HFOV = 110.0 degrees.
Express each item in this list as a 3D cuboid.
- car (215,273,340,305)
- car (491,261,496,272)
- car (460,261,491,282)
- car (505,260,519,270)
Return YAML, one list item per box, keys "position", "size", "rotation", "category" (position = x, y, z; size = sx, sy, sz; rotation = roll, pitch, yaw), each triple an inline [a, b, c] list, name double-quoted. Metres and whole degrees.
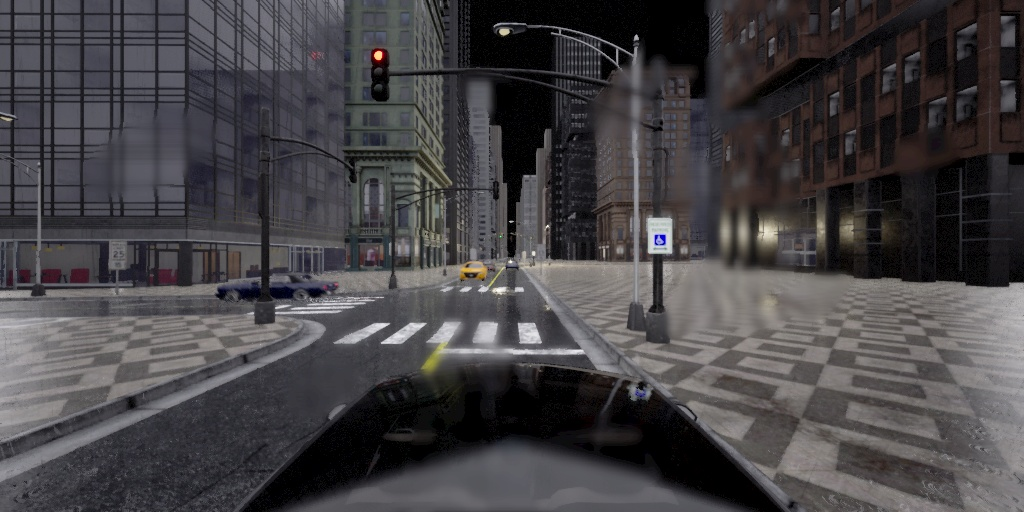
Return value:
- position: [-10.862, 1.492, 16.794]
  size: [4.718, 1.301, 1.895]
  rotation: [-1, 0, -5]
  category: "car"
- position: [-3.078, 1.320, 45.029]
  size: [1.994, 1.385, 4.181]
  rotation: [0, 0, 0]
  category: "car"
- position: [-3.091, 1.227, 29.599]
  size: [1.882, 1.535, 5.008]
  rotation: [0, 0, 0]
  category: "car"
- position: [0.015, 1.325, 53.451]
  size: [1.994, 1.385, 4.181]
  rotation: [0, 0, 0]
  category: "car"
